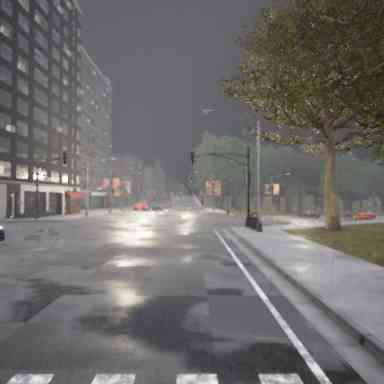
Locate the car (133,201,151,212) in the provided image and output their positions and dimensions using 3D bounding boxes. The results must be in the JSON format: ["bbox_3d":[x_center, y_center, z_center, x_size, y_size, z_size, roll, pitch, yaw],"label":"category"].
[{"bbox_3d":[-9.761,2.673,63.815,2.150,2.045,5.566,0,-1,0],"label":"car"}]

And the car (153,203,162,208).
[{"bbox_3d":[-9.751,3.940,95.075,2.033,1.411,5.357,0,-2,0],"label":"car"}]

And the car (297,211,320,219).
[{"bbox_3d":[19.217,3.782,55.052,4.718,1.301,1.895,4,-3,-44],"label":"car"}]

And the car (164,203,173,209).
[{"bbox_3d":[-6.501,3.890,93.296,2.033,1.411,5.357,0,-2,0],"label":"car"}]

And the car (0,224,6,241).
[{"bbox_3d":[-11.461,1.547,15.843,4.553,1.767,2.097,6,-3,-43],"label":"car"}]

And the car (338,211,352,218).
[{"bbox_3d":[29.855,4.441,65.660,2.128,1.511,4.902,-1,-4,45],"label":"car"}]

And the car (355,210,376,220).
[{"bbox_3d":[29.205,3.805,55.807,2.097,1.767,4.553,-1,-4,45],"label":"car"}]

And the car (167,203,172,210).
[{"bbox_3d":[-6.501,3.398,77.822,2.128,1.511,4.902,0,-2,0],"label":"car"}]

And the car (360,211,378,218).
[{"bbox_3d":[40.821,5.253,76.653,2.033,1.411,5.357,-1,-4,45],"label":"car"}]

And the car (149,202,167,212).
[{"bbox_3d":[-6.514,3.055,63.809,1.895,1.301,4.718,0,-2,0],"label":"car"}]
